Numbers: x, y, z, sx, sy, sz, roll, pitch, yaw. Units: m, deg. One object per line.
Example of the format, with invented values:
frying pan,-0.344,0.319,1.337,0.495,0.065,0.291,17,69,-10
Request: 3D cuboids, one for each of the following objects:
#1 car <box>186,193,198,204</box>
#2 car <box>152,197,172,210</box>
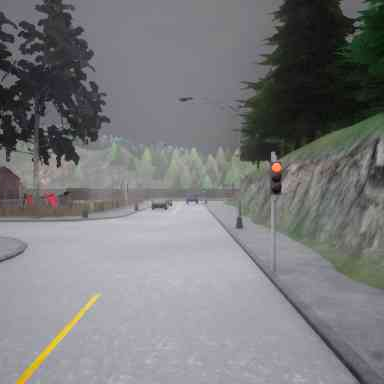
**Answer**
car,0.051,1.220,62.528,2.150,2.045,5.566,0,0,0
car,-4.064,1.477,42.896,1.882,1.535,5.008,0,0,0
